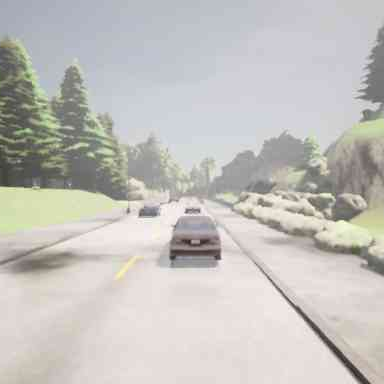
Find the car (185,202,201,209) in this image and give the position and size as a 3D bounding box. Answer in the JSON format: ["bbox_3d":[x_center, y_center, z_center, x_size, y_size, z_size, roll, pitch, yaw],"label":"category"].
[{"bbox_3d":[0.117,1.835,40.494,1.895,1.301,4.718,0,0,0],"label":"car"}]

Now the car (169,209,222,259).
[{"bbox_3d":[0.110,1.623,12.924,2.033,1.411,5.357,0,0,0],"label":"car"}]

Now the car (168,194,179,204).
[{"bbox_3d":[-3.965,1.473,73.397,2.150,2.045,5.566,0,0,0],"label":"car"}]

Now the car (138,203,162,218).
[{"bbox_3d":[-4.081,1.790,32.787,1.895,1.301,4.718,0,0,0],"label":"car"}]
